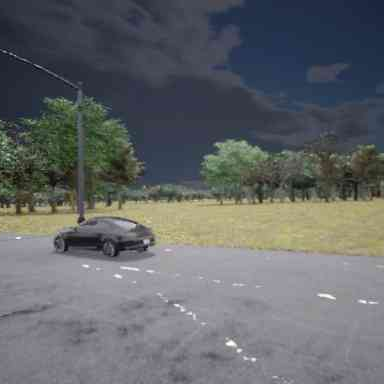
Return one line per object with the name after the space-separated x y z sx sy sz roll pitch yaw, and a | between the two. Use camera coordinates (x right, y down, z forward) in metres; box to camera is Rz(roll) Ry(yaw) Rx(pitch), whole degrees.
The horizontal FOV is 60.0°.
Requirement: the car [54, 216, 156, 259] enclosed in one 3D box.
-3.532 1.713 13.308 4.674 1.442 1.812 -2 -2 34 | car
